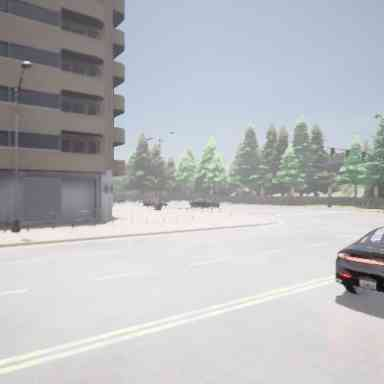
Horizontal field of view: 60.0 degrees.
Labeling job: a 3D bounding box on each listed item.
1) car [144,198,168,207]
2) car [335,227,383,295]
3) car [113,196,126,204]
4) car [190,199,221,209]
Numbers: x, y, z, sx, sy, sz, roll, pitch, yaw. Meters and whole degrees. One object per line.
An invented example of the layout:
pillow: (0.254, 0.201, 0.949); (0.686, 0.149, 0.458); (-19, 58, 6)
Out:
car: (-5.317, 1.517, 48.763); (1.994, 1.385, 4.181); (0, 0, -38)
car: (5.220, 1.494, 7.515); (4.902, 1.511, 2.128); (0, 0, -35)
car: (-14.423, 1.461, 61.517); (4.892, 1.490, 1.837); (-1, 0, 30)
car: (1.813, 1.554, 45.022); (1.895, 1.301, 4.718); (0, 0, -35)
